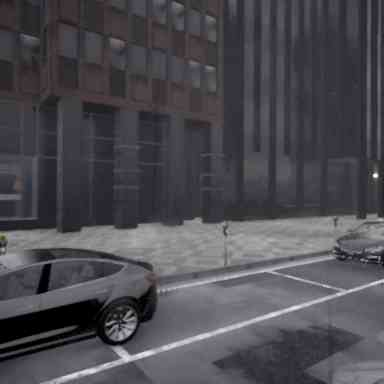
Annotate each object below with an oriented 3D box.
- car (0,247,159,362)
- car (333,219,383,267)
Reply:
[{"bbox_3d":[-2.541,1.570,4.835,4.313,1.339,1.947,0,0,-35],"label":"car"},{"bbox_3d":[6.593,1.633,11.349,4.403,1.369,2.008,0,0,-35],"label":"car"}]
